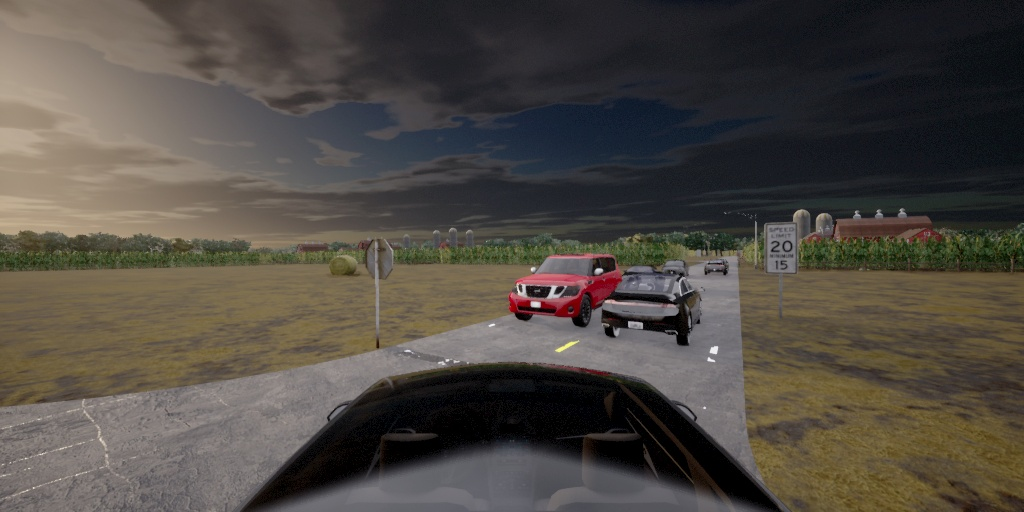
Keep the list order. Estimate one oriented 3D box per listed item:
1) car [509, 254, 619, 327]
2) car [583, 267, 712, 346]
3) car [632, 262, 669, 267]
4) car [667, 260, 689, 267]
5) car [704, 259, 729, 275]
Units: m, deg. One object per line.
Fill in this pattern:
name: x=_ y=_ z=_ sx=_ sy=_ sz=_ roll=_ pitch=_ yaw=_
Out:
car: x=2.078 y=0.934 z=11.962 sx=2.150 sy=2.045 sz=5.566 roll=0 pitch=0 yaw=32
car: x=3.852 y=1.213 z=9.488 sx=2.128 sy=1.511 sz=4.902 roll=0 pitch=0 yaw=32
car: x=7.435 y=1.234 z=20.543 sx=1.994 sy=1.385 sz=4.181 roll=0 pitch=0 yaw=32
car: x=14.479 y=1.116 z=31.726 sx=1.837 sy=1.490 sz=4.892 roll=0 pitch=1 yaw=32
car: x=20.325 y=1.077 z=35.627 sx=2.128 sy=1.511 sz=4.902 roll=0 pitch=0 yaw=33
